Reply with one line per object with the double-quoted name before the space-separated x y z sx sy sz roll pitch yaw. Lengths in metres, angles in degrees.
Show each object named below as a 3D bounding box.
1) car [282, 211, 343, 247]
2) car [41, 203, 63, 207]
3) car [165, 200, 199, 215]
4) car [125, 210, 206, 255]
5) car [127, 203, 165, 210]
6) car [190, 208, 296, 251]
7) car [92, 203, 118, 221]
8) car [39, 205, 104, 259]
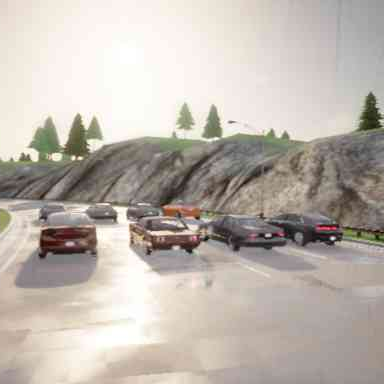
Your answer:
"car" 5.110 1.701 16.408 1.837 1.490 4.892 1 0 -21
"car" -10.495 1.531 25.380 1.994 1.385 4.181 1 0 -28
"car" -1.077 1.515 30.037 2.097 1.767 4.553 1 -1 -28
"car" -1.347 1.661 13.710 1.895 1.301 4.718 1 0 -21
"car" -4.294 1.663 28.619 1.994 1.385 4.181 1 0 -28
"car" 1.963 1.674 14.859 2.033 1.411 5.357 1 0 -21
"car" -7.380 1.597 26.975 1.994 1.385 4.181 1 0 -28
"car" -4.748 1.471 12.786 1.882 1.535 5.008 1 0 -21
